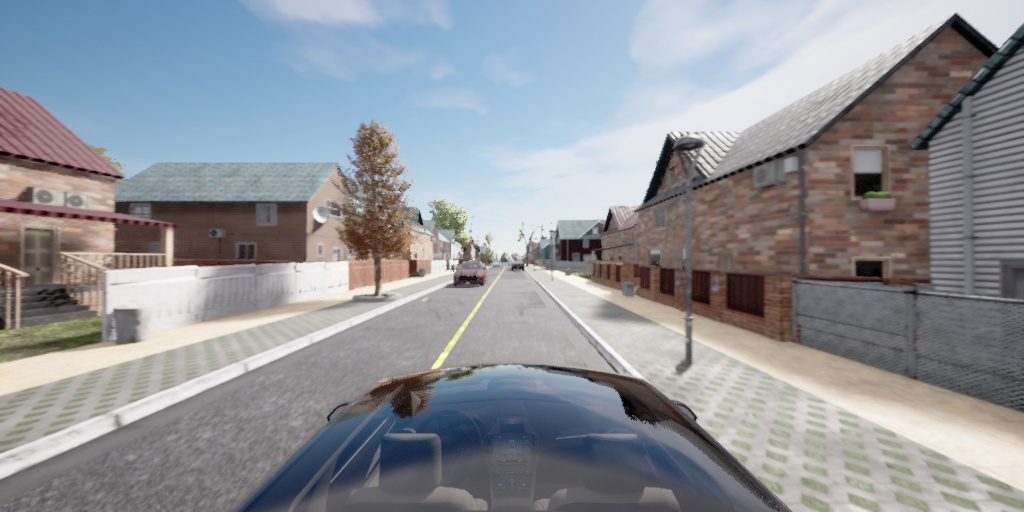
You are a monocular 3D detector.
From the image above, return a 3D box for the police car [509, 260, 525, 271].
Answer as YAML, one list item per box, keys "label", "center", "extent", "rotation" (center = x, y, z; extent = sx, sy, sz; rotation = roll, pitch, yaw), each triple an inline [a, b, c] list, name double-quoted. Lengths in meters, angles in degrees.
- label: "police car"
  center: [0.843, 1.358, 52.719]
  extent: [1.930, 1.638, 5.238]
  rotation: [0, 0, 0]

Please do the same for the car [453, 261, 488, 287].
- label: "car"
  center: [-2.838, 1.154, 25.268]
  extent: [2.097, 1.767, 4.553]
  rotation: [0, 0, 0]
